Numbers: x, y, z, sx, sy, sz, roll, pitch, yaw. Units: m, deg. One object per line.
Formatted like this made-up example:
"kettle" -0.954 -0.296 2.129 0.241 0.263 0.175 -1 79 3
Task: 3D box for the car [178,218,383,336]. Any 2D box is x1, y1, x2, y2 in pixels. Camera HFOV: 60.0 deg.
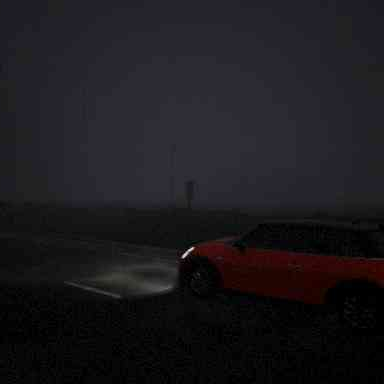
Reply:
"car" 1.904 1.351 6.933 4.553 1.767 2.097 0 0 36
